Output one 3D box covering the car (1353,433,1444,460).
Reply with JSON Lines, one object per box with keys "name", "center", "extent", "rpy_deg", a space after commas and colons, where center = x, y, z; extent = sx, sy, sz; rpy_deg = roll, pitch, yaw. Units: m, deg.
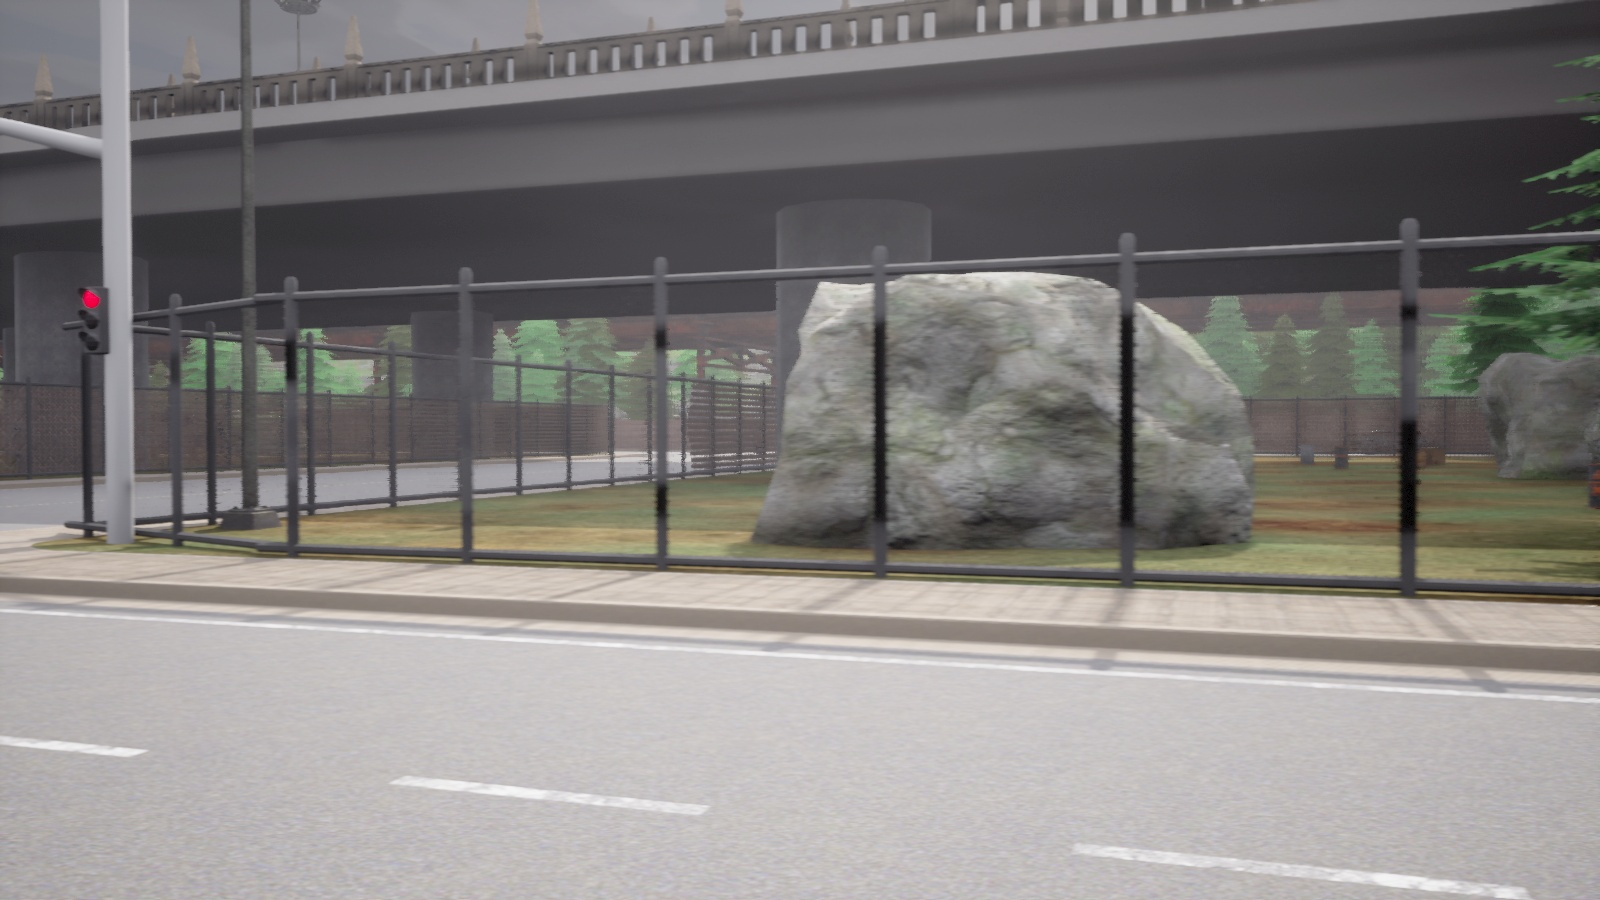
{"name": "car", "center": [34.608, -0.206, 72.740], "extent": [4.514, 1.525, 2.007], "rpy_deg": [1, 1, 19]}
